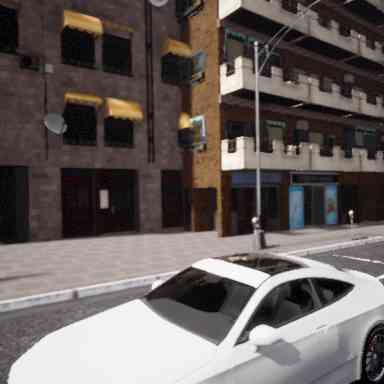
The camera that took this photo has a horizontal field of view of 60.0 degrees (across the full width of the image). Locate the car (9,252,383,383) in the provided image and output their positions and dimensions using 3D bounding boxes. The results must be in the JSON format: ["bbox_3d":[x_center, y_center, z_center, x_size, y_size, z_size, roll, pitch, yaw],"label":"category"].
[{"bbox_3d":[0.546,1.511,3.784,4.674,1.442,1.812,0,0,-35],"label":"car"}]
